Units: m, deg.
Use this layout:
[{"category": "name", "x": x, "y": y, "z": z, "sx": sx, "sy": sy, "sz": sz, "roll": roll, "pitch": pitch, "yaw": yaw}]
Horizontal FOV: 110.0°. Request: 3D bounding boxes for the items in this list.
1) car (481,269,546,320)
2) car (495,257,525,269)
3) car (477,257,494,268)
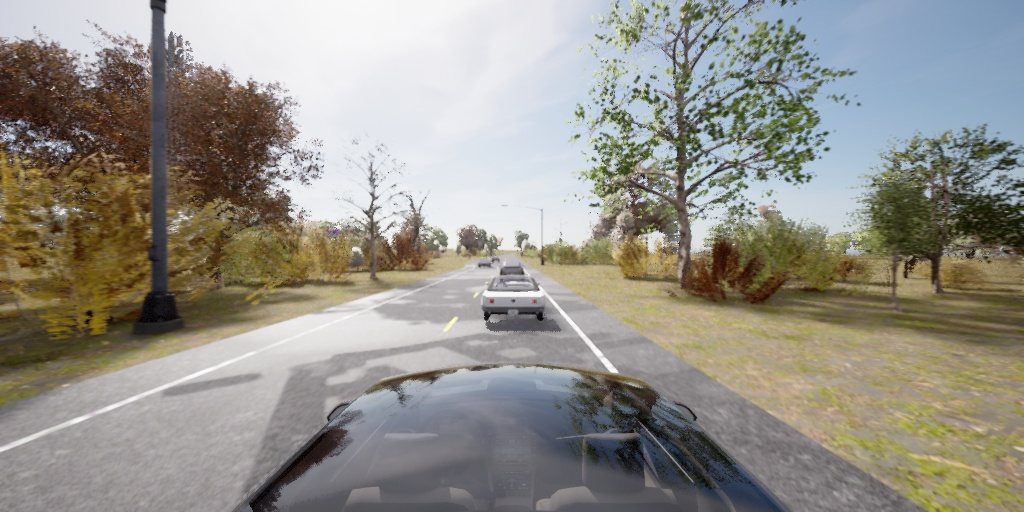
[{"category": "car", "x": 0.049, "y": 1.299, "z": 12.403, "sx": 1.895, "sy": 1.301, "sz": 4.718, "roll": 0, "pitch": 0, "yaw": 0}, {"category": "car", "x": -0.003, "y": 1.110, "z": 28.857, "sx": 2.128, "sy": 1.511, "sz": 4.902, "roll": 0, "pitch": 0, "yaw": 0}, {"category": "car", "x": -4.044, "y": 1.044, "z": 52.935, "sx": 1.994, "sy": 1.385, "sz": 4.181, "roll": 0, "pitch": 0, "yaw": -3}]
